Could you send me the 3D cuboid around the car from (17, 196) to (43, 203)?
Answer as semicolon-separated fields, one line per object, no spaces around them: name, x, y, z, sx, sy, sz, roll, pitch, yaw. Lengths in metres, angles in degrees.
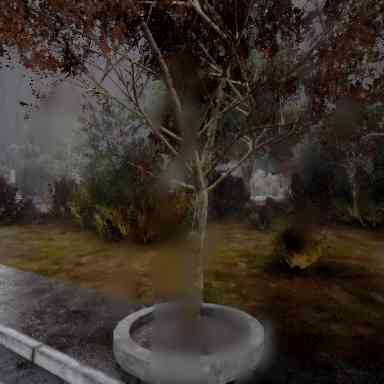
car;-22.061;1.217;44.900;2.033;1.411;5.357;1;0;32
